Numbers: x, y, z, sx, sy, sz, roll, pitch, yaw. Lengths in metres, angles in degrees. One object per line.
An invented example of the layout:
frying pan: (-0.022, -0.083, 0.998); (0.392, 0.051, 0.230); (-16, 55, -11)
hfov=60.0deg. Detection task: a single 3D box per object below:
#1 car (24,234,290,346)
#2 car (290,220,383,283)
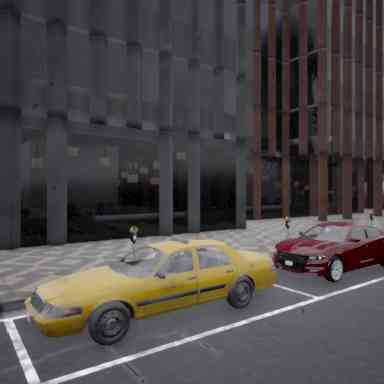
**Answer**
car: (-0.461, 1.525, 6.321); (4.829, 1.417, 1.752); (0, 0, -35)
car: (4.266, 1.544, 9.693); (4.507, 1.381, 1.887); (0, 0, -35)
